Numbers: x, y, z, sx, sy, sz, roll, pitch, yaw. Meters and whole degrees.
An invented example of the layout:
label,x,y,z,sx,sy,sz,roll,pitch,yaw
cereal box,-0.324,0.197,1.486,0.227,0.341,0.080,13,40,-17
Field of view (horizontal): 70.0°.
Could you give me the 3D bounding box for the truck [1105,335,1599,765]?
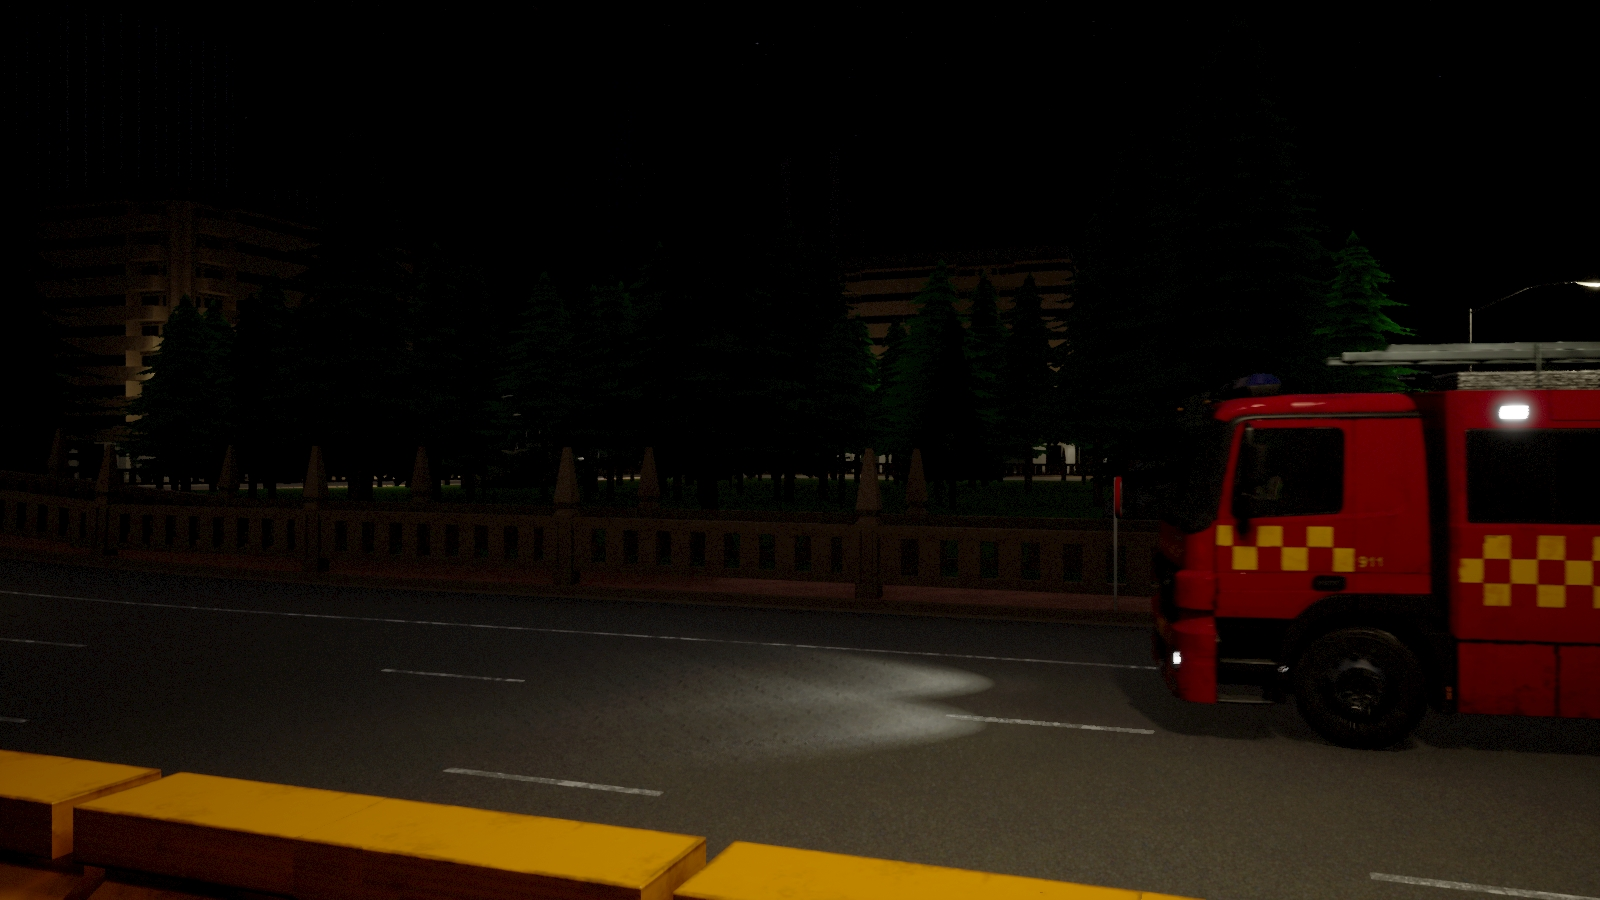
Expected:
label,x,y,z,sx,sy,sz,roll,pitch,yaw
truck,7.543,0.891,11.565,8.468,3.827,2.891,0,0,12
